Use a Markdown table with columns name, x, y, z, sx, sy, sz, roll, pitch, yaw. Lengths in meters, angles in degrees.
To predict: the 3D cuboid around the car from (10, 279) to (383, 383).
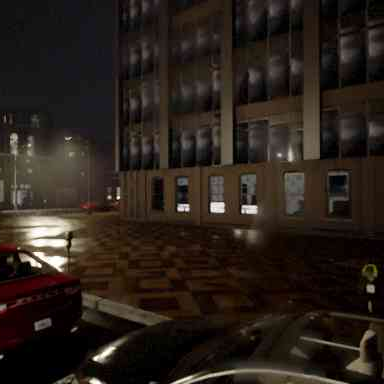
| name | x | y | z | sx | sy | sz | roll | pitch | yaw |
| --- | --- | --- | --- | --- | --- | --- | --- | --- | --- |
| car | 0.929 | 1.551 | 2.217 | 4.403 | 1.369 | 2.008 | 0 | 0 | 36 |

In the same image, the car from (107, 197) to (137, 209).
| name | x | y | z | sx | sy | sz | roll | pitch | yaw |
| --- | --- | --- | --- | --- | --- | --- | --- | --- | --- |
| car | -10.461 | 1.625 | 49.847 | 1.967 | 1.590 | 4.097 | -1 | -1 | 36 |

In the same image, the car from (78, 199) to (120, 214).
| name | x | y | z | sx | sy | sz | roll | pitch | yaw |
| --- | --- | --- | --- | --- | --- | --- | --- | --- | --- |
| car | -10.256 | 1.670 | 35.941 | 1.802 | 1.307 | 4.206 | -1 | -1 | 36 |

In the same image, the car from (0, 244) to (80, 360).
| name | x | y | z | sx | sy | sz | roll | pitch | yaw |
| --- | --- | --- | --- | --- | --- | --- | --- | --- | --- |
| car | -3.704 | 1.543 | 5.523 | 4.507 | 1.381 | 1.887 | 0 | 0 | 36 |
